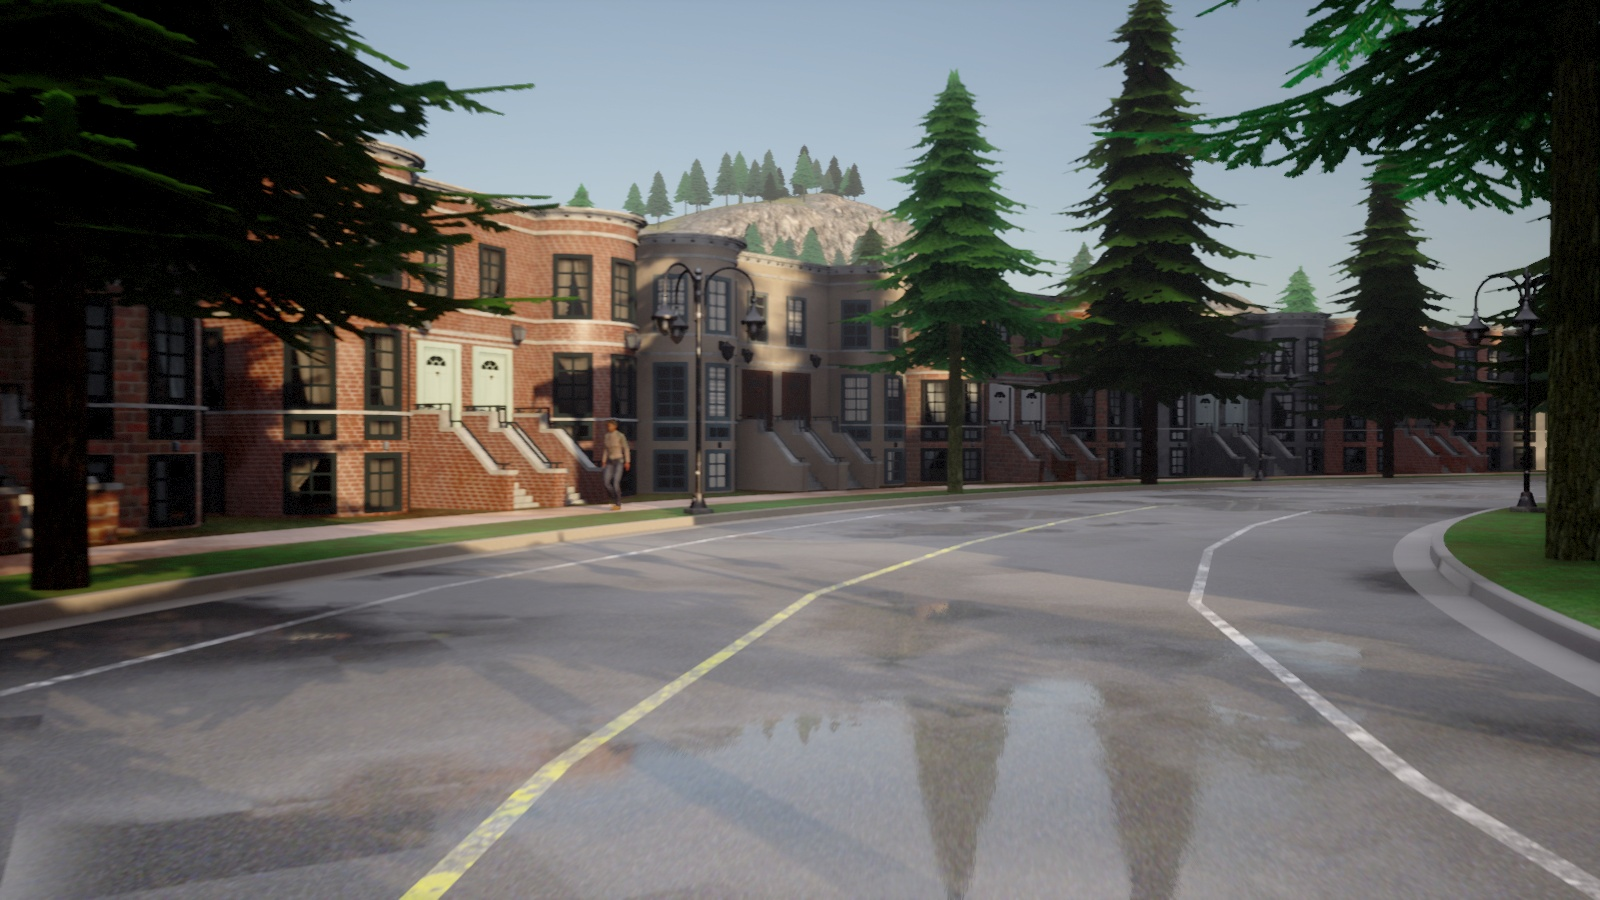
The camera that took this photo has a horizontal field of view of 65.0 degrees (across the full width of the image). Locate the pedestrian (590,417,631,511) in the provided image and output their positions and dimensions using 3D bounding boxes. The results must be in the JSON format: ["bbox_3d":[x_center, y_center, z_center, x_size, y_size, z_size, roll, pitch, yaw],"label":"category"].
[{"bbox_3d":[-3.692,0.259,24.497,0.328,1.805,0.869,0,0,29],"label":"pedestrian"}]
